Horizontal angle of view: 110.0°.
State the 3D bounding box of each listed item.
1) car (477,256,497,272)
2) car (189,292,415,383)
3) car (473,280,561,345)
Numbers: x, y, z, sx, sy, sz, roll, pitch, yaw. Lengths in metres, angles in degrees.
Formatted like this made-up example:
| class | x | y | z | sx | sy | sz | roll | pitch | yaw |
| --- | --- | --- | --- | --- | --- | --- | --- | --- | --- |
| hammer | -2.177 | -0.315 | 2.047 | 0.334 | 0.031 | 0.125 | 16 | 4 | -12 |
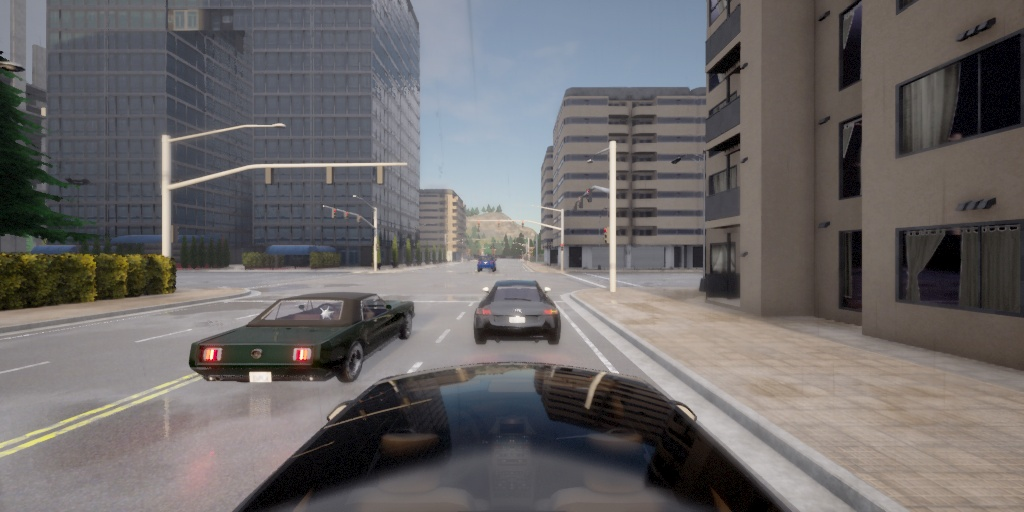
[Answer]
| class | x | y | z | sx | sy | sz | roll | pitch | yaw |
| --- | --- | --- | --- | --- | --- | --- | --- | --- | --- |
| car | -3.211 | 0.971 | 46.293 | 2.150 | 2.045 | 5.566 | 0 | 0 | 0 |
| car | -3.381 | 1.351 | 7.067 | 1.895 | 1.301 | 4.718 | 0 | 0 | 0 |
| car | 0.130 | 1.314 | 9.545 | 1.994 | 1.385 | 4.181 | 0 | 0 | 1 |
